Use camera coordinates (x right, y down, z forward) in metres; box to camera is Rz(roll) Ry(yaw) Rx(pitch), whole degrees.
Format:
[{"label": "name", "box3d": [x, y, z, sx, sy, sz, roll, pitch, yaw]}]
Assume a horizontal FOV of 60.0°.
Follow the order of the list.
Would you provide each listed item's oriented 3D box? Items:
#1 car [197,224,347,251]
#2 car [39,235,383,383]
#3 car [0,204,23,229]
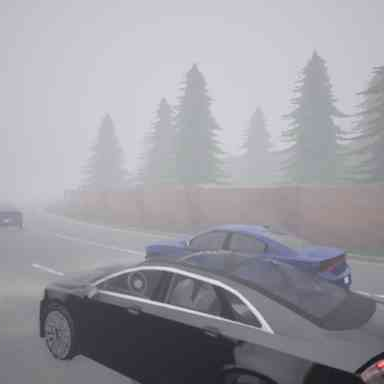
[{"label": "car", "box3d": [0.985, 1.504, 7.843, 5.008, 1.535, 1.882, 0, 0, 38]}, {"label": "car", "box3d": [-0.060, 1.503, 4.233, 4.902, 1.511, 2.128, 0, 0, 37]}, {"label": "car", "box3d": [-11.918, 1.453, 20.514, 1.882, 1.535, 5.008, 0, 0, -40]}]
